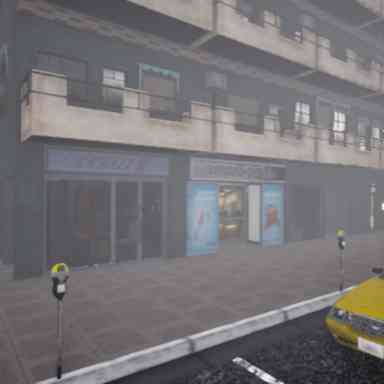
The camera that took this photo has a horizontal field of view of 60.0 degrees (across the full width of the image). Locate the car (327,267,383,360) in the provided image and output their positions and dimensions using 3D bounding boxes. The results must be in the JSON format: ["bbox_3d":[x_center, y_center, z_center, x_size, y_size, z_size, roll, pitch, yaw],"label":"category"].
[{"bbox_3d":[4.083,1.526,5.328,4.829,1.417,1.752,0,0,-35],"label":"car"}]
